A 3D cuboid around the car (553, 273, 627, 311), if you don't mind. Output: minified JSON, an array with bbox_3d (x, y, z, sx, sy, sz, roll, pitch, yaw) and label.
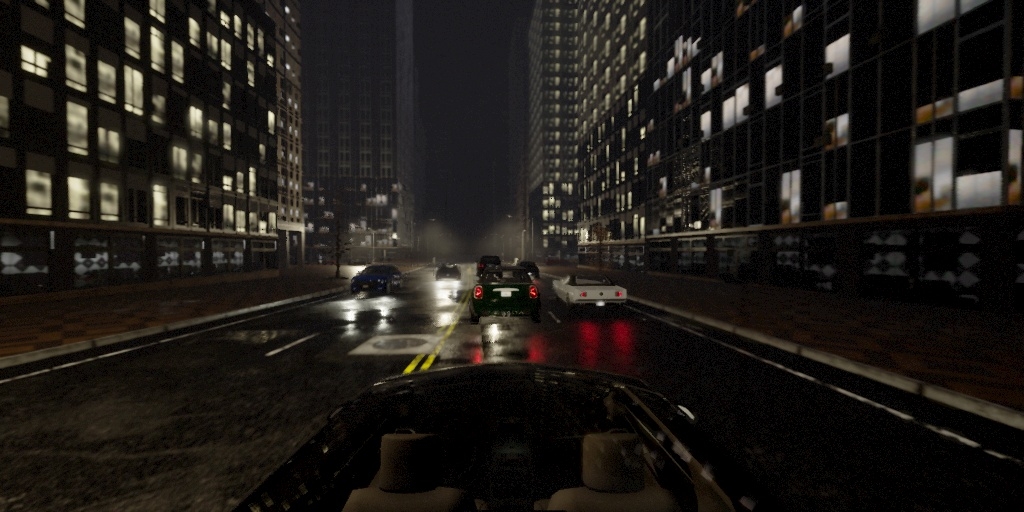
[{"bbox_3d":[2.895,1.337,14.445,1.895,1.301,4.718,0,0,-3],"label":"car"}]

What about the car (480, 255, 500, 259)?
[{"bbox_3d":[-2.081,0.959,32.589,2.150,2.045,5.566,0,0,-7],"label":"car"}]

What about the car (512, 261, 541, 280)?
[{"bbox_3d":[1.225,1.231,32.210,1.837,1.490,4.892,0,0,-6],"label":"car"}]

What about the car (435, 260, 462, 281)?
[{"bbox_3d":[-5.250,1.315,30.114,1.994,1.385,4.181,0,0,-7],"label":"car"}]

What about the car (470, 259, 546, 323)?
[{"bbox_3d":[-0.260,1.098,12.310,2.097,1.767,4.553,0,0,-2],"label":"car"}]

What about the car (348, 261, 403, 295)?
[{"bbox_3d":[-7.500,1.242,20.312,1.882,1.535,5.008,0,0,-5],"label":"car"}]

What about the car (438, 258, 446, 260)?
[{"bbox_3d":[-12.307,1.079,63.002,2.033,1.411,5.357,0,0,-7],"label":"car"}]
